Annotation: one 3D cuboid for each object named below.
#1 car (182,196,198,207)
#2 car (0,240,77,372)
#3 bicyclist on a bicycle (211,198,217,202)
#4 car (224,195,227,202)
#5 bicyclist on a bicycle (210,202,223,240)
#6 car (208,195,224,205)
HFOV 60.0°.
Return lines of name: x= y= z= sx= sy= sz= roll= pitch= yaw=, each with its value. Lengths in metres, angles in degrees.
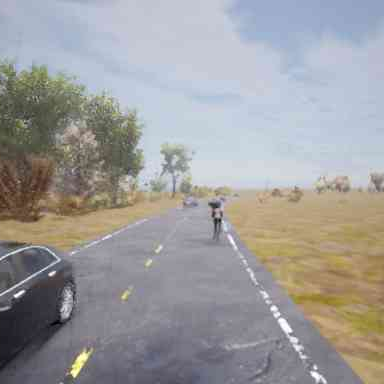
car: x=-0.210 y=1.386 z=48.155 sx=2.128 sy=1.511 sz=4.902 roll=0 pitch=0 yaw=7
car: x=-3.034 y=1.491 z=4.245 sx=1.837 sy=1.490 sz=4.892 roll=0 pitch=0 yaw=1
bicyclist on a bicycle: x=1.675 y=1.313 z=25.313 sx=0.659 sy=1.776 sz=1.843 roll=0 pitch=0 yaw=3
car: x=6.555 y=1.393 z=73.453 sx=2.033 sy=1.411 sz=5.357 roll=0 pitch=0 yaw=10
bicyclist on a bicycle: x=1.165 y=1.417 z=15.160 sx=0.582 sy=1.620 sz=1.656 roll=0 pitch=0 yaw=2
car: x=3.746 y=1.485 z=54.384 sx=1.895 sy=1.301 sz=4.718 roll=0 pitch=0 yaw=7
